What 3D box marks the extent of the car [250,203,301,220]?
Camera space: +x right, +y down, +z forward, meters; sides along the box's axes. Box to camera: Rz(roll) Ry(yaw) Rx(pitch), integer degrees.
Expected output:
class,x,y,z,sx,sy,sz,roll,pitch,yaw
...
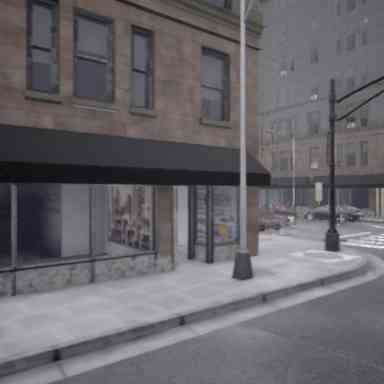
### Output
class,x,y,z,sx,sy,sz,roll,pitch,yaw
car,7.361,1.672,29.573,1.802,1.307,4.206,-1,0,-35

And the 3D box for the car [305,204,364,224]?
class,x,y,z,sx,sy,sz,roll,pitch,yaw
car,10.538,1.585,25.049,2.008,1.369,4.403,-1,0,-35

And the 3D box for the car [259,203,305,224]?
class,x,y,z,sx,sy,sz,roll,pitch,yaw
car,4.878,1.553,22.930,2.128,1.511,4.902,0,0,-35

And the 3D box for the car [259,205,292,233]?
class,x,y,z,sx,sy,sz,roll,pitch,yaw
car,3.577,1.624,20.127,1.802,1.307,4.206,-1,0,-35
